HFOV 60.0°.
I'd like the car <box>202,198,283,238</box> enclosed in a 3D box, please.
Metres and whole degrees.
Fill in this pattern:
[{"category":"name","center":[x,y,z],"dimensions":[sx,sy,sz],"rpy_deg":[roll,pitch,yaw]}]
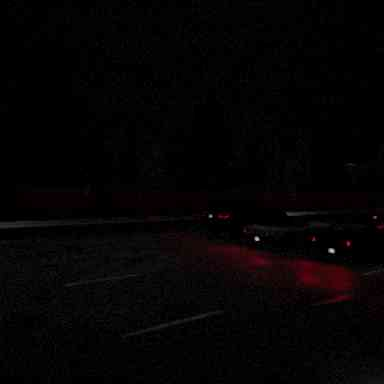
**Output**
[{"category":"car","center":[3.160,1.401,18.917],"dimensions":[5.566,2.045,2.150],"rpy_deg":[1,-1,-35]}]

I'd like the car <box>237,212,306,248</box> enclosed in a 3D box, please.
[{"category":"car","center":[4.625,1.773,15.668],"dimensions":[4.718,1.301,1.895],"rpy_deg":[1,-1,-35]}]

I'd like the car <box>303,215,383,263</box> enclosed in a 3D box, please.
[{"category":"car","center":[6.658,1.773,12.819],"dimensions":[4.718,1.301,1.895],"rpy_deg":[1,-1,-35]}]

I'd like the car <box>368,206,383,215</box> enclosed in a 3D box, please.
[{"category":"car","center":[16.974,1.936,28.783],"dimensions":[4.674,1.442,1.812],"rpy_deg":[1,-1,-36]}]
